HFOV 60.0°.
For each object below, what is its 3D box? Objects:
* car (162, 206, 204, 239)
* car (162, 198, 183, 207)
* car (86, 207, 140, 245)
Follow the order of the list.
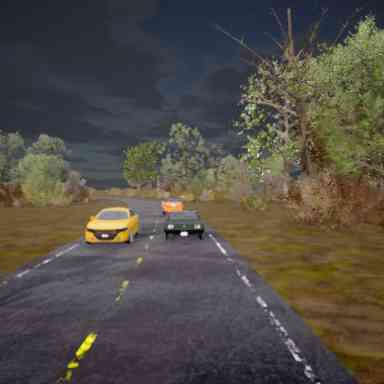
[{"bbox_3d":[-0.495,1.602,17.301,1.895,1.301,4.718,0,0,-4],"label":"car"},{"bbox_3d":[-2.093,1.357,34.955,2.097,1.767,4.553,0,0,-6],"label":"car"},{"bbox_3d":[-3.616,1.484,15.814,1.882,1.535,5.008,0,0,-3],"label":"car"}]
